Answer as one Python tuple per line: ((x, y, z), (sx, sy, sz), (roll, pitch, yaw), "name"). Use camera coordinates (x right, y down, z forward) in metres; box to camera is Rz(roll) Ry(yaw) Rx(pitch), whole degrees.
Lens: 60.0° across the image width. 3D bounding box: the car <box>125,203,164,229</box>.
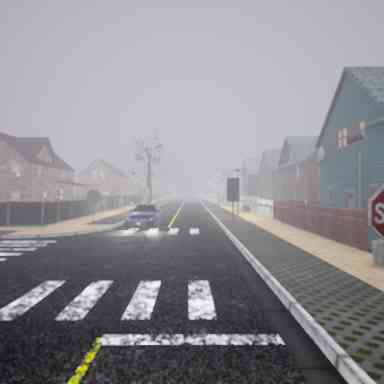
((-2.943, 1.496, 21.476), (1.812, 1.442, 4.674), (0, 2, 3), "car")
